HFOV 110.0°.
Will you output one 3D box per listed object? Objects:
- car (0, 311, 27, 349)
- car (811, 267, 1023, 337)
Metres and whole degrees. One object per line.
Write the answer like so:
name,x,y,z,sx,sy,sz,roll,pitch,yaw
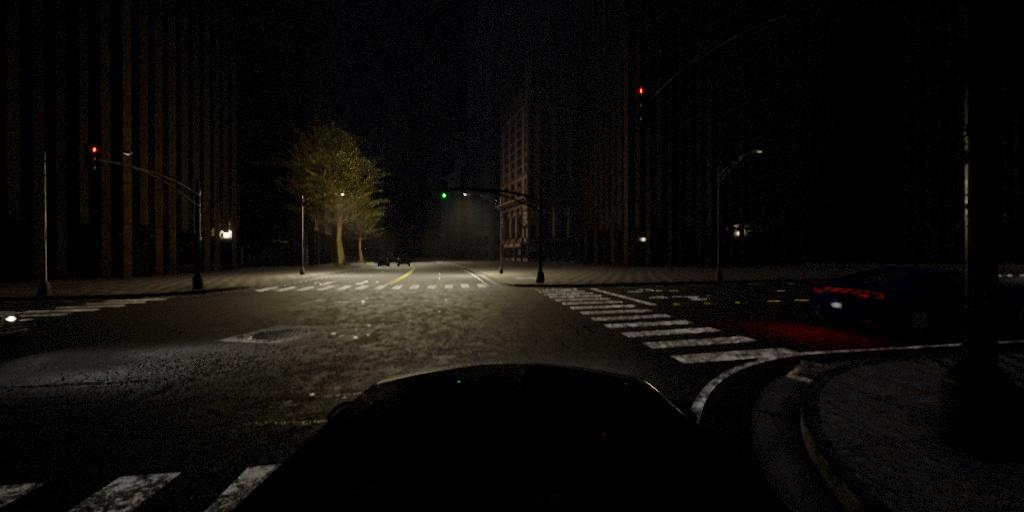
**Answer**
car,-11.858,1.343,6.039,4.718,1.301,1.895,-1,0,-8
car,10.411,1.026,9.153,5.008,1.535,1.882,-1,0,-8
